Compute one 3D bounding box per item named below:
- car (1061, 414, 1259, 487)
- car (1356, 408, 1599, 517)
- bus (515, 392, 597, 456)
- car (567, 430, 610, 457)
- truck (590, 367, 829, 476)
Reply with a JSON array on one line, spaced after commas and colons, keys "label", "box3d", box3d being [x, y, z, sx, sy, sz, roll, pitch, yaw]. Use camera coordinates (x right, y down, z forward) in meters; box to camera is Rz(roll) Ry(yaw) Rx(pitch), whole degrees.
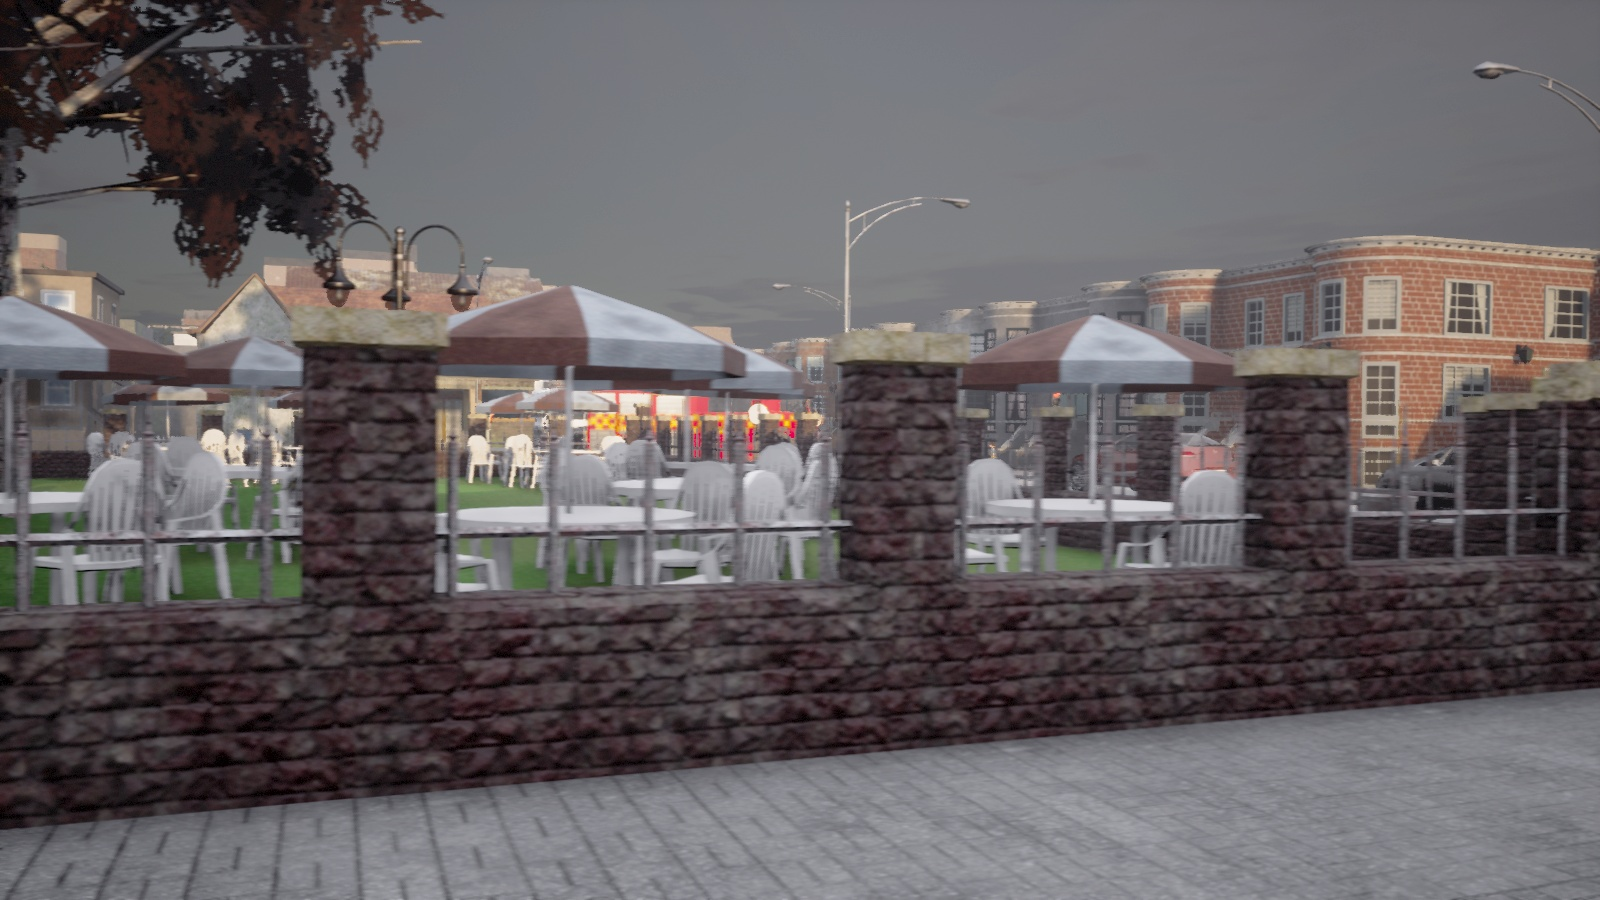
[{"label": "car", "box3d": [8.758, -0.024, 31.099, 2.152, 1.651, 5.027, -1, 1, -20]}, {"label": "car", "box3d": [12.300, 0.155, 21.793, 2.242, 1.667, 4.611, -1, 1, -21]}, {"label": "bus", "box3d": [-17.351, -1.835, 88.757, 3.944, 4.253, 10.273, -1, 1, -21]}, {"label": "car", "box3d": [-13.079, -0.424, 77.512, 1.851, 1.617, 3.988, -1, 1, -21]}, {"label": "truck", "box3d": [-3.378, -1.083, 46.152, 8.468, 3.827, 2.891, -1, 1, -9]}]
